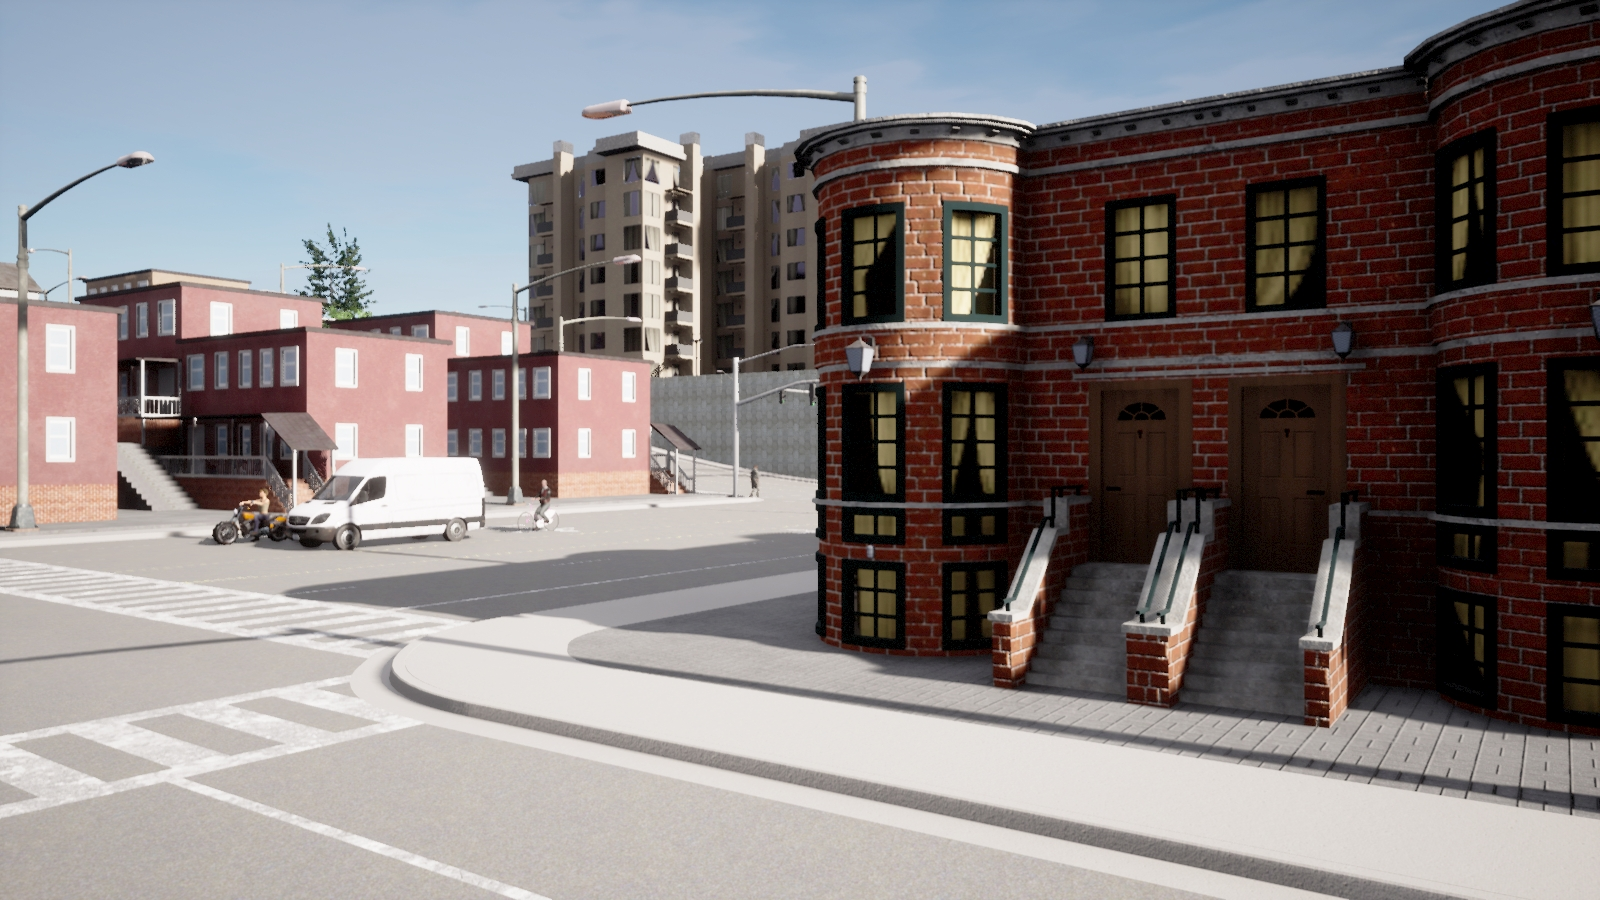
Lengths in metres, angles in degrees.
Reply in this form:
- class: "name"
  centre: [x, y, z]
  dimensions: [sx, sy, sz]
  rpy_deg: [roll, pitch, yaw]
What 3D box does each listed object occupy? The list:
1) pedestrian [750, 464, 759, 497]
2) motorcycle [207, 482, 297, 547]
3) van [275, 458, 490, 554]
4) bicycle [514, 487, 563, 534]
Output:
- class: "pedestrian"
  centre: [-2.526, 1.685, 63.224]
  dimensions: [0.375, 1.860, 0.375]
  rpy_deg: [0, 0, 34]
- class: "motorcycle"
  centre: [-16.335, 1.896, 34.107]
  dimensions: [0.764, 1.802, 2.356]
  rpy_deg: [0, 0, 35]
- class: "van"
  centre: [-12.210, 1.525, 33.882]
  dimensions: [1.988, 2.561, 5.915]
  rpy_deg: [0, 0, 35]
- class: "bicycle"
  centre: [-8.835, 2.036, 38.675]
  dimensions: [0.329, 1.496, 1.835]
  rpy_deg: [-1, 0, 35]
